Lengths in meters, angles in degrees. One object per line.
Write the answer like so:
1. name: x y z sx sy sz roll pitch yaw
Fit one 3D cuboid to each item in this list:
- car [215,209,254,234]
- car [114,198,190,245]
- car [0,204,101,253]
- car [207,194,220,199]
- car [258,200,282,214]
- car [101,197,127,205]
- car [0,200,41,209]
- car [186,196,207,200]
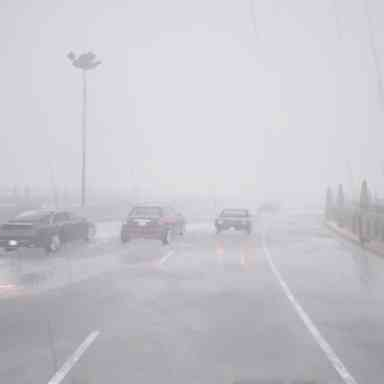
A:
1. car: 2.590 1.618 19.454 1.895 1.301 4.718 0 0 13
2. car: -1.684 1.334 15.849 2.097 1.767 4.553 1 0 10
3. car: -5.633 1.453 13.524 1.837 1.490 4.892 0 0 9
4. car: 3.884 1.219 68.136 2.097 1.767 4.553 0 0 39
5. car: 8.505 1.589 36.195 1.812 1.442 4.674 0 0 25
6. car: -9.105 1.417 40.023 1.837 1.490 4.892 0 0 23
7. car: -16.090 1.418 31.016 1.994 1.385 4.181 0 0 17
8. car: -0.102 1.338 50.211 2.097 1.767 4.553 0 0 31
